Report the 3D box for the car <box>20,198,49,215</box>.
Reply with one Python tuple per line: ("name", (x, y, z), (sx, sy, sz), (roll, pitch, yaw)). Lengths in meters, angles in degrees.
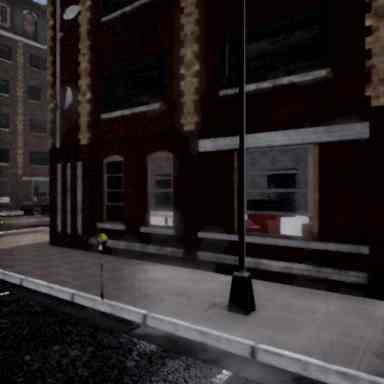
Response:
("car", (-12.370, 1.184, 28.479), (1.947, 1.339, 4.313), (1, 2, 35))
